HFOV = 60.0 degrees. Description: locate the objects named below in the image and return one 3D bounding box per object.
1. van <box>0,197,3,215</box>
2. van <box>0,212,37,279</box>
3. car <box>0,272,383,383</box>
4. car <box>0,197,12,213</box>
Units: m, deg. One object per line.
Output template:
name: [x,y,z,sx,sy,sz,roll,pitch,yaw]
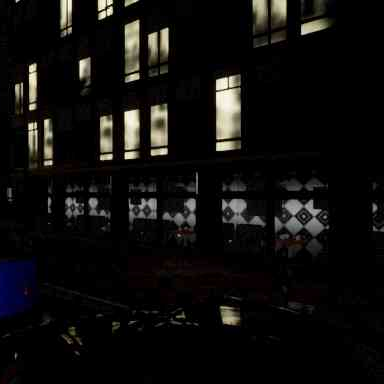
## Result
van: [-21.246,1.424,33.010,1.690,1.788,3.998,-1,-1,35]
van: [-4.513,1.342,6.054,3.998,1.788,1.690,0,0,35]
car: [0.120,1.582,2.752,4.206,1.307,1.802,0,0,35]
car: [-14.409,1.357,28.165,2.192,1.841,5.009,-1,-1,35]
